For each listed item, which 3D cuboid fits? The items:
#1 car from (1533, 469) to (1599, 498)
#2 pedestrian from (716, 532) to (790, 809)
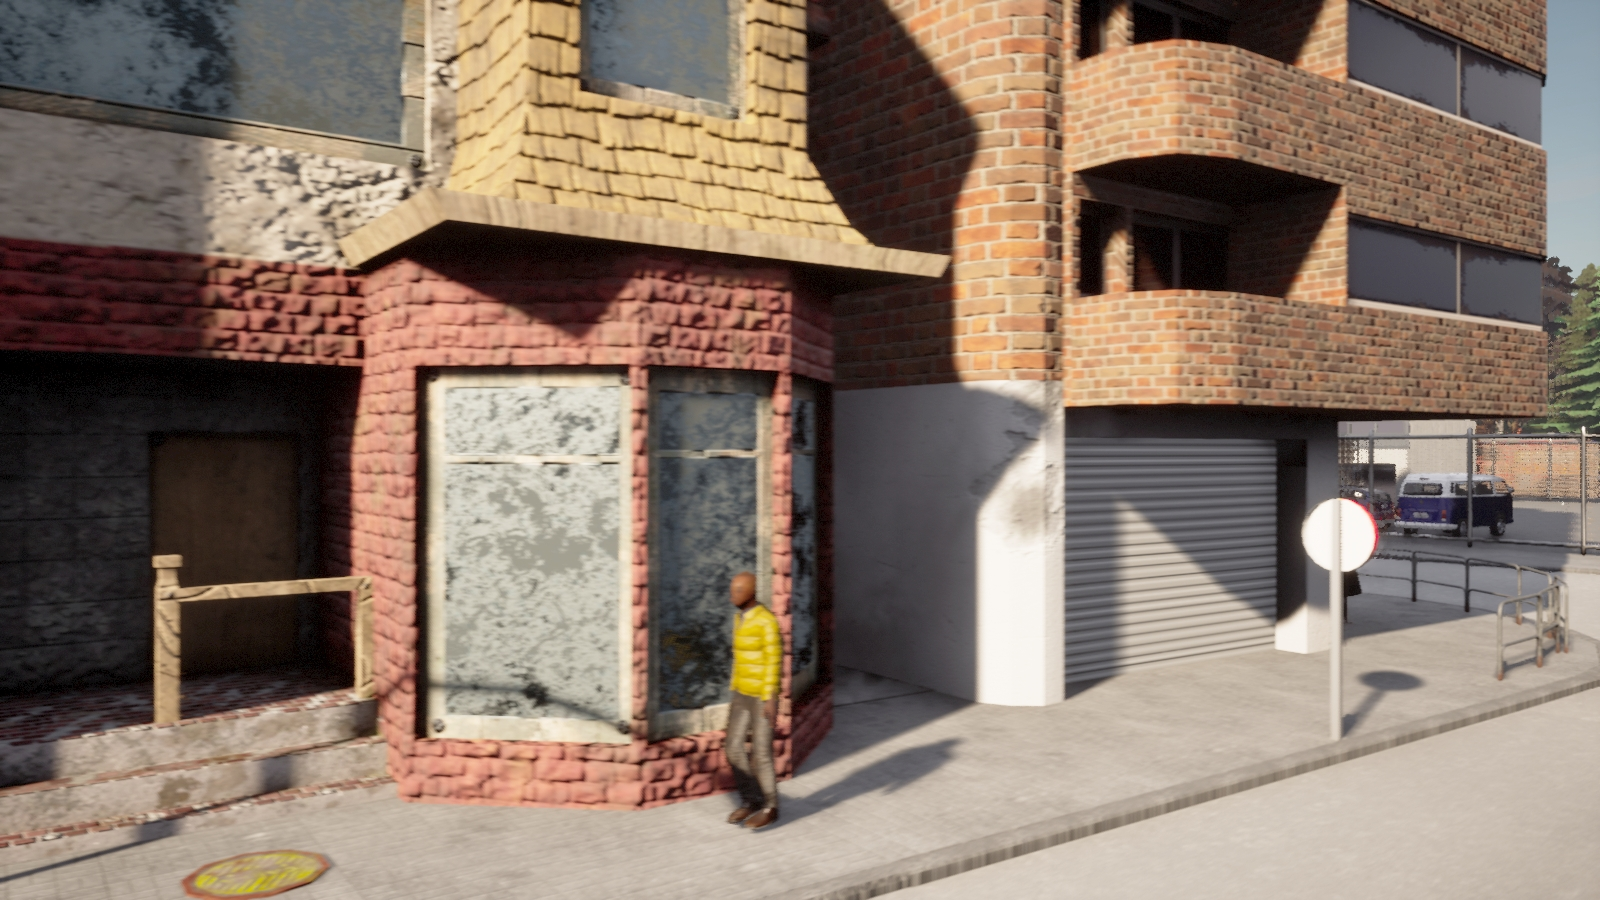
[{"bbox_3d":[44.003,1.860,63.696,2.163,1.488,4.792,0,0,-35],"label":"car"},{"bbox_3d":[-0.333,1.525,8.068,0.375,1.860,0.375,0,0,-36],"label":"pedestrian"}]
